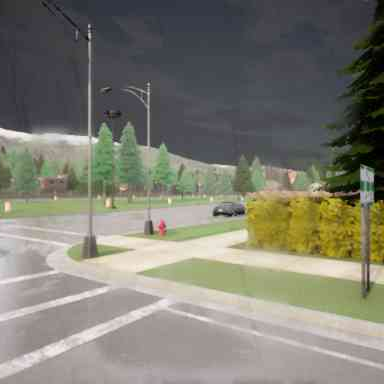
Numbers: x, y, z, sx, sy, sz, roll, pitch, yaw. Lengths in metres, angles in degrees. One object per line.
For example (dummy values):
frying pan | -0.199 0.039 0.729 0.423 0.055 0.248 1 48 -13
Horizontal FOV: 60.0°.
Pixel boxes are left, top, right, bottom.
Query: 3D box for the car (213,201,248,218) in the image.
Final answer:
car | 3.655 1.555 30.618 1.994 1.385 4.181 0 0 36
